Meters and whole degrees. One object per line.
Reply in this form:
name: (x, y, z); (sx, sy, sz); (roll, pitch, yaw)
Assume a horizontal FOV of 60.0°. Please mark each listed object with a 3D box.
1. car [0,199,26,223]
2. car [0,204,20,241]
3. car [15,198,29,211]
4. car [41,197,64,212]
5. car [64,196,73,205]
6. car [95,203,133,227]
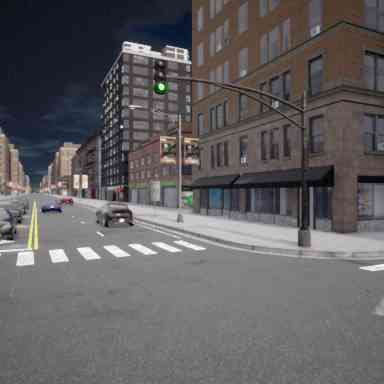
car: (-13.704, 1.521, 24.851); (1.837, 1.490, 4.892); (0, 0, -25)
car: (-9.773, 1.539, 16.475); (1.812, 1.442, 4.674); (0, 0, -25)
car: (-17.949, 1.523, 33.919); (1.837, 1.490, 4.892); (0, 0, -25)
car: (-16.170, 1.580, 38.203); (1.994, 1.385, 4.181); (0, 0, -25)
car: (-21.507, 1.495, 56.957); (1.882, 1.535, 5.008); (0, 0, -25)
car: (-5.424, 1.513, 22.983); (1.837, 1.490, 4.892); (0, 0, -25)
